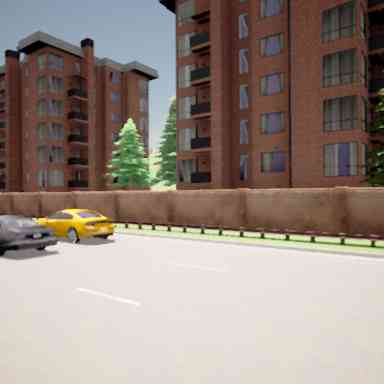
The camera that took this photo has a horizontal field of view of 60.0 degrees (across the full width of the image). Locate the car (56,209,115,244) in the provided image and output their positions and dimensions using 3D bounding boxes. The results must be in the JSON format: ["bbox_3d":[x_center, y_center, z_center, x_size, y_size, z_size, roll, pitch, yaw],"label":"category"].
[{"bbox_3d":[-6.087,1.617,16.821,5.008,1.535,1.882,0,0,36],"label":"car"}]

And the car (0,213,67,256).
[{"bbox_3d":[-7.730,1.682,13.689,5.357,1.411,2.033,-1,0,36],"label":"car"}]
